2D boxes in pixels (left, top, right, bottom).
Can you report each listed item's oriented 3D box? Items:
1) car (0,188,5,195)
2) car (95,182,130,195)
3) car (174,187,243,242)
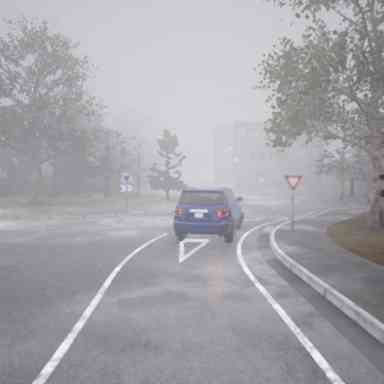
[{"bbox_3d":[-29.143,-0.197,46.751,1.882,1.535,5.008,1,1,35],"label":"car"},{"bbox_3d":[-12.704,-0.554,53.380,5.566,2.045,2.150,0,1,-1],"label":"car"},{"bbox_3d":[0.859,0.785,14.087,2.150,2.045,5.566,0,2,13],"label":"car"}]
